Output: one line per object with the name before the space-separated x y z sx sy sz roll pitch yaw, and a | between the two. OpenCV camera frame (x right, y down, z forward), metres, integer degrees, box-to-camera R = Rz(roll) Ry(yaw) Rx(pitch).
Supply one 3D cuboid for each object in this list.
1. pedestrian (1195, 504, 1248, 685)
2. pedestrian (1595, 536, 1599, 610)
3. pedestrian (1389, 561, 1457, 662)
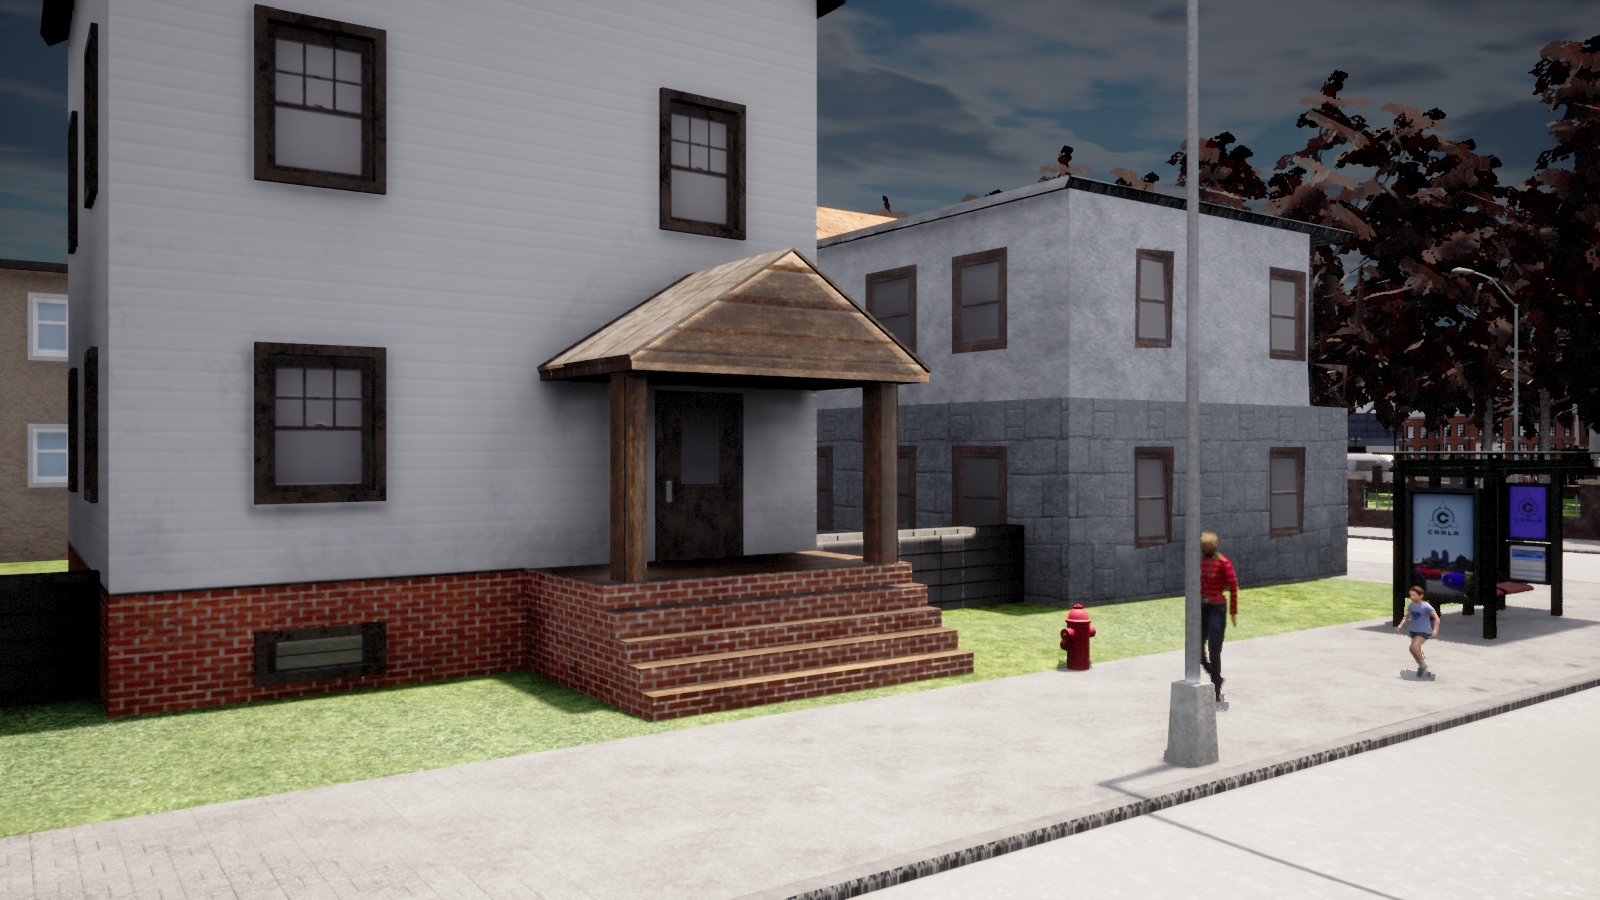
pedestrian | 4.482 1.517 12.146 0.375 1.860 0.375 0 0 -28
pedestrian | 12.536 1.896 17.516 0.500 1.100 0.500 0 0 -45
pedestrian | 7.371 1.897 13.523 0.500 1.100 0.500 0 0 -19
